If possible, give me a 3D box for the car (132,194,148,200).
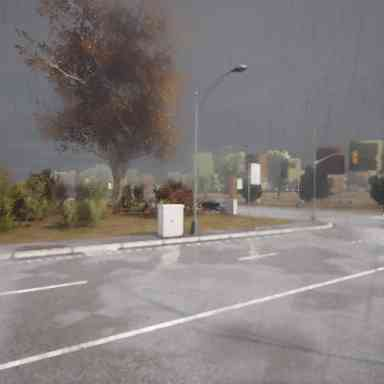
[{"bbox_3d":[-10.414,1.357,63.698,2.150,2.045,5.566,1,0,-36],"label":"car"}]

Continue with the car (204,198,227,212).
[{"bbox_3d":[3.333,1.559,43.353,2.097,1.767,4.553,1,-1,-33],"label":"car"}]
